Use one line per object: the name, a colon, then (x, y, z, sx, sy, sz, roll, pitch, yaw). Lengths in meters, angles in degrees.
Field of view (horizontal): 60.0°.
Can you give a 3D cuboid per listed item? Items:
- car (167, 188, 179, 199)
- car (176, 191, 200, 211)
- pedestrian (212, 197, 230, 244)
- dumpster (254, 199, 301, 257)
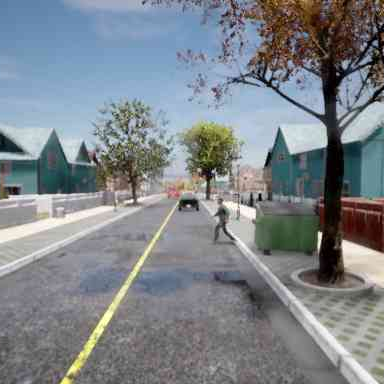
car: (-3.556, 0.185, 64.357, 2.150, 2.045, 5.566, 0, 0, -1)
car: (-0.313, 0.925, 31.701, 1.837, 1.490, 4.892, 0, 1, -1)
pedestrian: (1.085, 1.048, 12.447, 0.375, 1.860, 0.375, -2, 3, -2)
dumpster: (2.892, 1.168, 11.478, 1.020, 1.700, 1.940, 2, 3, -1)
